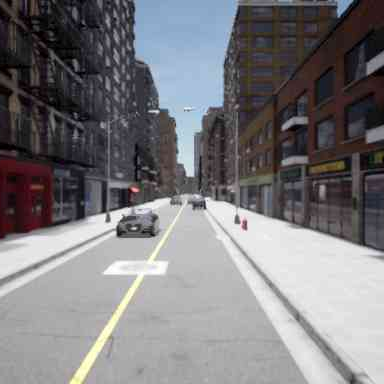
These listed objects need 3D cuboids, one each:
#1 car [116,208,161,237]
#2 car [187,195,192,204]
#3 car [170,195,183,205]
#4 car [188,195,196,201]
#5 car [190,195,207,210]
[{"bbox_3d":[-2.844,1.595,18.238,1.994,1.385,4.181,0,0,0],"label":"car"},{"bbox_3d":[0.016,1.597,62.748,2.033,1.411,5.357,0,0,0],"label":"car"},{"bbox_3d":[-2.785,1.402,58.682,2.097,1.767,4.553,0,0,1],"label":"car"},{"bbox_3d":[0.020,1.449,83.222,1.994,1.385,4.181,0,0,0],"label":"car"},{"bbox_3d":[0.968,1.557,44.534,1.837,1.490,4.892,0,0,0],"label":"car"}]
